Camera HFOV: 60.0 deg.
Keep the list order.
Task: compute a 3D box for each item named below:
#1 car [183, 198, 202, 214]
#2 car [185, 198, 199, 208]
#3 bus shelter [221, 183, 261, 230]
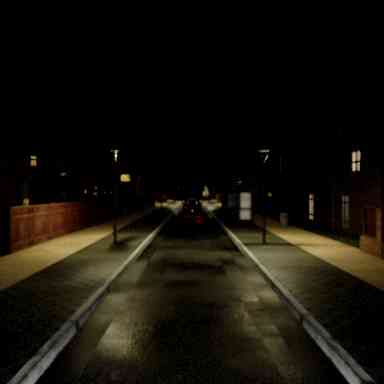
[{"bbox_3d":[0.048,1.525,34.393,1.895,1.301,4.718,0,0,1],"label":"car"},{"bbox_3d":[0.042,1.512,46.732,1.895,1.301,4.718,0,0,1],"label":"car"},{"bbox_3d":[3.026,0.820,21.321,1.920,2.740,3.880,1,1,0],"label":"bus shelter"}]
